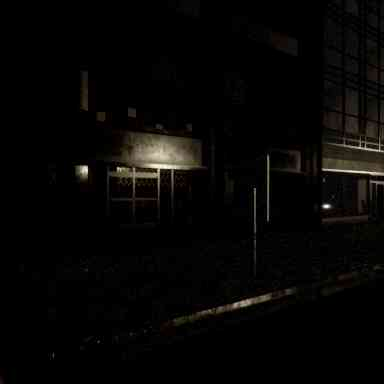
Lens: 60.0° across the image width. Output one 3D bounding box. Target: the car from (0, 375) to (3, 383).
[{"bbox_3d":[-3.121,1.352,1.107,4.553,1.767,2.097,0,0,-35],"label":"car"}]
